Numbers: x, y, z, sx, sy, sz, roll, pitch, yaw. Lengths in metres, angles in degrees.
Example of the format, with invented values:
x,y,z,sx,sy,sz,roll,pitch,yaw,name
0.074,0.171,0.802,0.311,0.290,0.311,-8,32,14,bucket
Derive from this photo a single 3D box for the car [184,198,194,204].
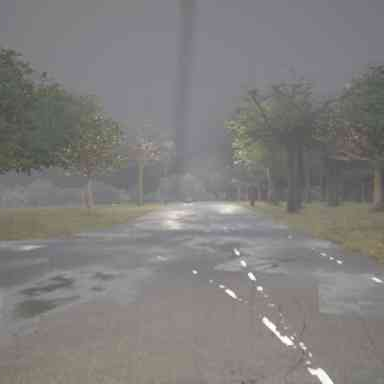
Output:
x,y,z,sx,sy,sz,roll,pitch,yaw,name
-0.762,2.093,76.811,1.895,1.301,4.718,-1,0,7,car
